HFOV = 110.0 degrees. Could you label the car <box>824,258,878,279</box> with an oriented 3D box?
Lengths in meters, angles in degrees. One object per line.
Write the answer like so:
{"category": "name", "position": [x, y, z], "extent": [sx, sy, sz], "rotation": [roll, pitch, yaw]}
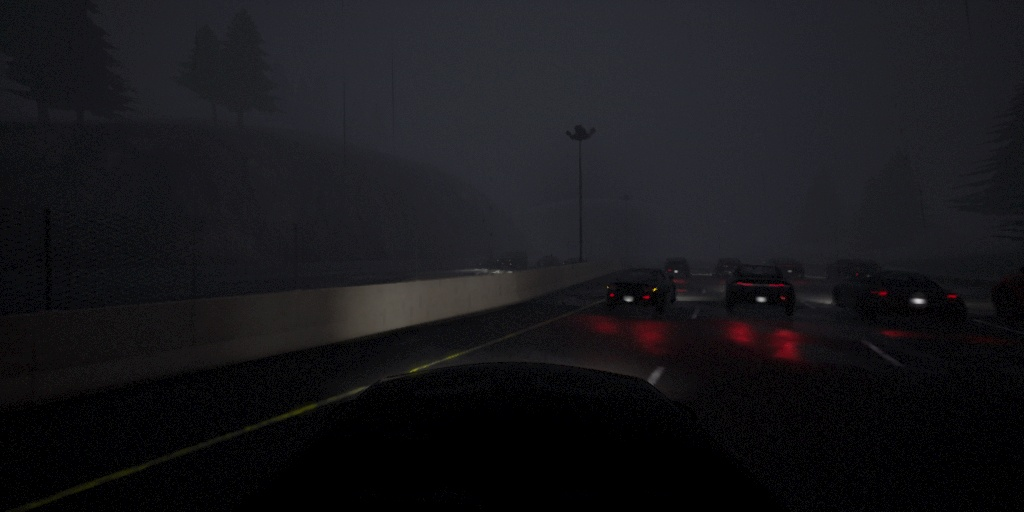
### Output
{"category": "car", "position": [22.405, 0.898, 23.645], "extent": [1.837, 1.490, 4.892], "rotation": [0, 1, 26]}

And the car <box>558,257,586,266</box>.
{"category": "car", "position": [7.166, 0.821, 41.157], "extent": [1.895, 1.301, 4.718], "rotation": [0, 1, 23]}

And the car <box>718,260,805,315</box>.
{"category": "car", "position": [8.748, 1.069, 12.919], "extent": [2.128, 1.511, 4.902], "rotation": [0, 1, 30]}

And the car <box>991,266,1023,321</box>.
{"category": "car", "position": [14.129, 0.840, 8.230], "extent": [2.150, 2.045, 5.566], "rotation": [0, 1, 31]}

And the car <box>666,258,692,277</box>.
{"category": "car", "position": [13.233, 0.863, 28.784], "extent": [1.837, 1.490, 4.892], "rotation": [0, 1, 26]}

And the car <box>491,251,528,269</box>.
{"category": "car", "position": [0.061, 0.450, 42.355], "extent": [2.150, 2.045, 5.566], "rotation": [0, 1, 24]}

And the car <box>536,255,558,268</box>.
{"category": "car", "position": [4.438, 0.688, 43.701], "extent": [2.128, 1.511, 4.902], "rotation": [0, 1, 23]}

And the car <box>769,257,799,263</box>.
{"category": "car", "position": [19.908, 0.843, 26.533], "extent": [1.882, 1.535, 5.008], "rotation": [0, 1, 26]}

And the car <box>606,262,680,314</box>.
{"category": "car", "position": [4.786, 1.114, 13.096], "extent": [1.812, 1.442, 4.674], "rotation": [0, 1, 31]}

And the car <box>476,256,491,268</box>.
{"category": "car", "position": [-2.781, 0.700, 44.622], "extent": [2.128, 1.511, 4.902], "rotation": [0, 1, 23]}

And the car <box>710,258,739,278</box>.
{"category": "car", "position": [16.301, 0.875, 27.100], "extent": [1.837, 1.490, 4.892], "rotation": [0, 1, 26]}

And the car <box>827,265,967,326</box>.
{"category": "car", "position": [11.833, 1.152, 11.283], "extent": [1.994, 1.385, 4.181], "rotation": [0, 1, 30]}
